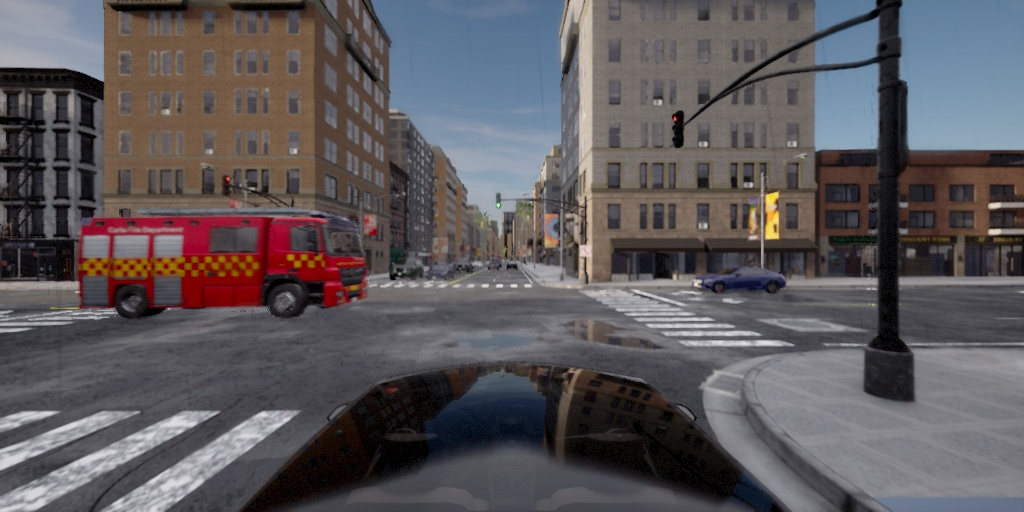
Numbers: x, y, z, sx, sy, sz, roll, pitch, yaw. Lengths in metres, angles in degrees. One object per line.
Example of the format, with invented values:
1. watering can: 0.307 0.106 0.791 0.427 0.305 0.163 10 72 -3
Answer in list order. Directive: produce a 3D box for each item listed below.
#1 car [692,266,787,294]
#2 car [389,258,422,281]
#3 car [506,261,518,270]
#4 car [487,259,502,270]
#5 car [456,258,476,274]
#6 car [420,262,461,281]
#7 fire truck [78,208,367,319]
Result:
1. car: 12.457 1.292 19.741 4.674 1.442 1.812 0 0 0
2. car: -9.839 1.185 33.879 2.150 2.045 5.566 0 0 -2
3. car: 0.017 1.662 62.333 1.882 1.535 5.008 0 0 0
4. car: -3.233 1.676 62.333 2.128 1.511 4.902 0 0 0
5. car: -6.569 1.300 48.313 2.150 2.045 5.566 0 -1 1
6. car: -6.561 1.514 33.655 2.033 1.411 5.357 0 0 4
7. fire truck: -9.992 0.162 13.059 8.468 3.827 2.891 0 0 0
